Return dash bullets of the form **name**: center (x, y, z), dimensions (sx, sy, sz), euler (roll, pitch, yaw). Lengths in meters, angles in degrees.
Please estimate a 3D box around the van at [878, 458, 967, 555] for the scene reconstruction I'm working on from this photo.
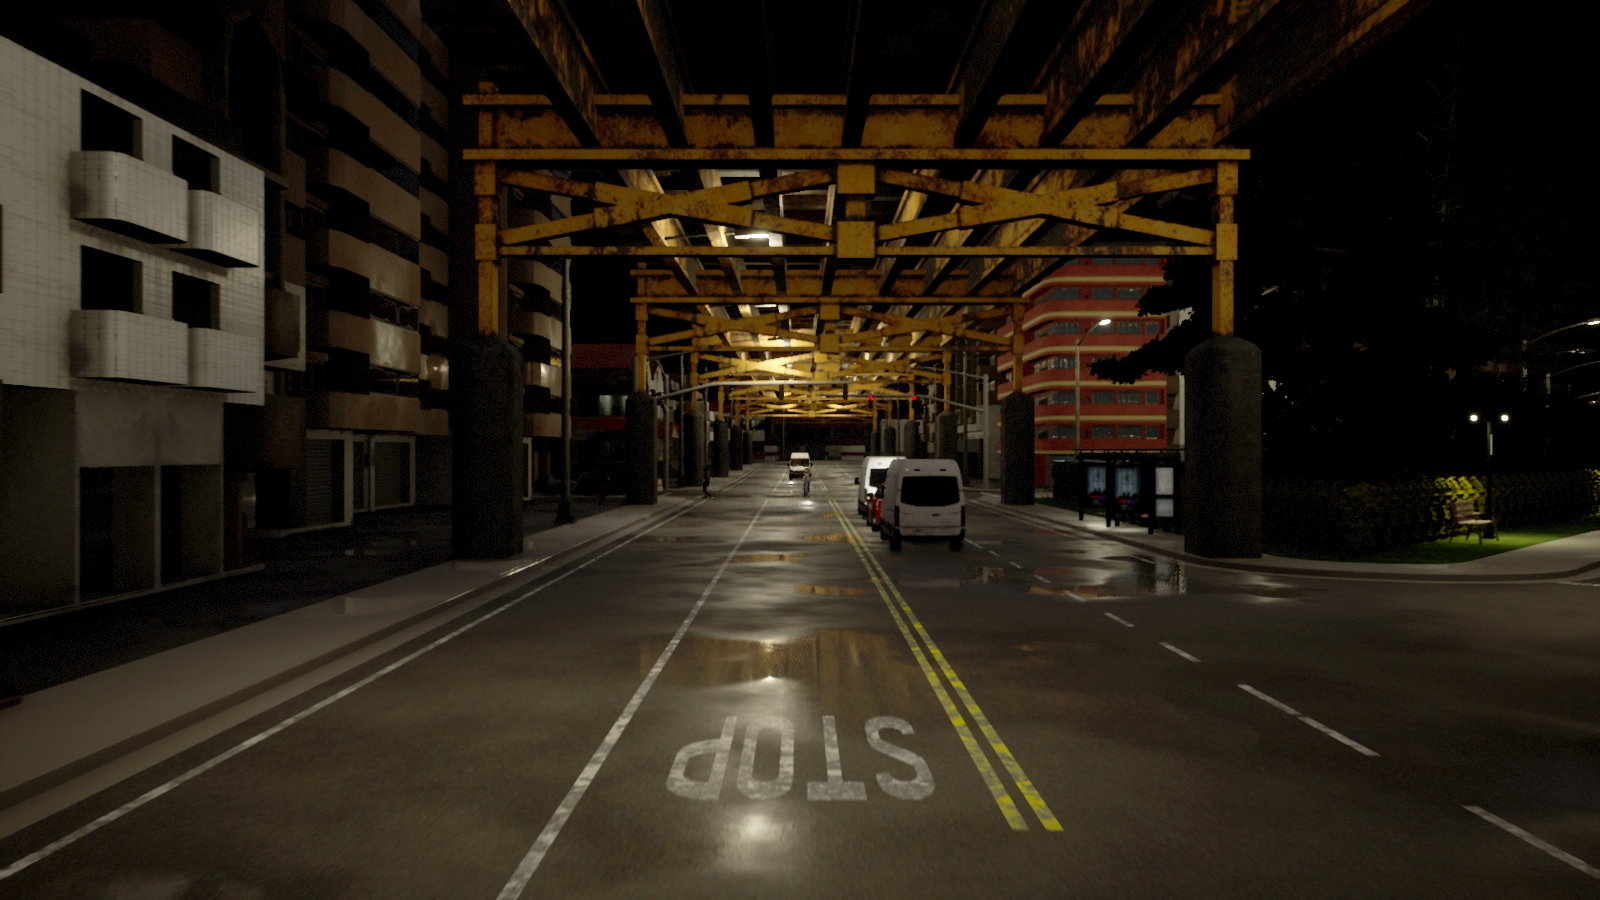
- **van**: center (3.489, 1.540, 33.628), dimensions (1.988, 2.561, 5.915), euler (0, 0, 0)

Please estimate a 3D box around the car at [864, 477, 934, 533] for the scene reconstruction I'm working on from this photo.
- **car**: center (3.468, 1.913, 40.650), dimensions (2.097, 1.767, 4.553), euler (0, 0, 0)

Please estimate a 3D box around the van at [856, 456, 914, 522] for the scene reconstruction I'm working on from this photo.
- **van**: center (3.479, 1.543, 47.630), dimensions (1.988, 2.561, 5.915), euler (0, 0, 0)
